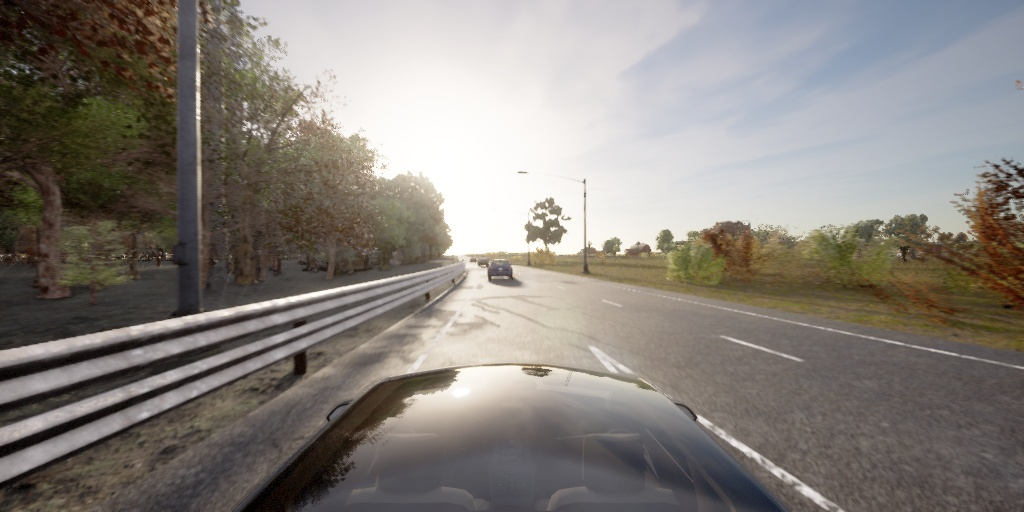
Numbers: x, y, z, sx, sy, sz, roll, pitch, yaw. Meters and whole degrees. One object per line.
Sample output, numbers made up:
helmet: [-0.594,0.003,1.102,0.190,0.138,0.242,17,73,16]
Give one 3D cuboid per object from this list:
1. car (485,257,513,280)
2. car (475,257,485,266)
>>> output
car: [-1.072,1.055,31.070,2.097,1.767,4.553,0,0,-5]
car: [-5.222,1.094,64.547,1.837,1.490,4.892,0,0,-9]
